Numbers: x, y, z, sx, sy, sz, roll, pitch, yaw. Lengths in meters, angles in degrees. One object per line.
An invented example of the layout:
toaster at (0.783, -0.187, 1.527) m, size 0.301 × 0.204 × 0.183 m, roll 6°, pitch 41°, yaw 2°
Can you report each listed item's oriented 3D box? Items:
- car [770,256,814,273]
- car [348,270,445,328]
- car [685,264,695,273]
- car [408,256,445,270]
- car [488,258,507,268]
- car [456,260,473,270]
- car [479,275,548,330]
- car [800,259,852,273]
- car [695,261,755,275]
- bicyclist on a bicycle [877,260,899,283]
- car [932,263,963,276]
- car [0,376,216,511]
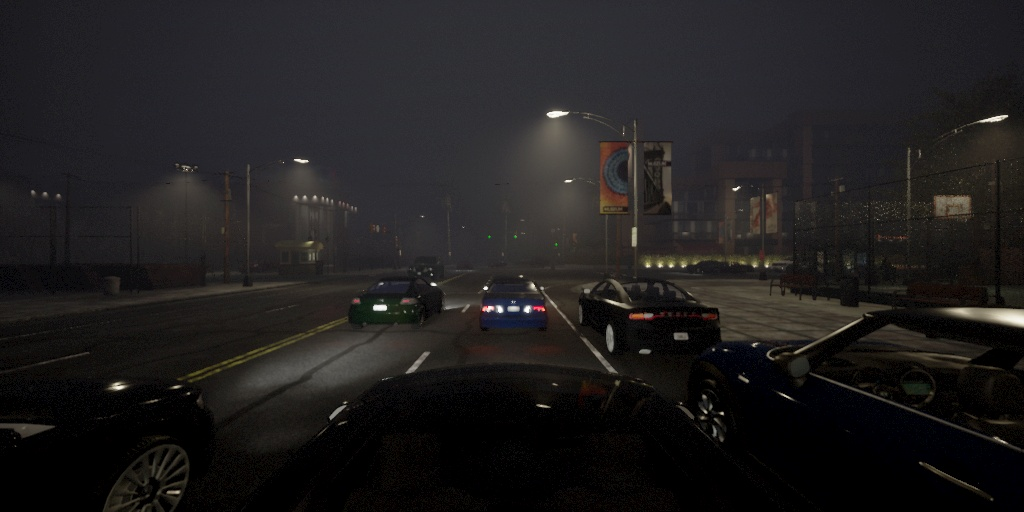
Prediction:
car at (34.248, 1.016, 43.002) m, size 5.566 × 2.045 × 2.150 m, roll 0°, pitch 0°, yaw 0°
car at (-3.448, 1.324, 11.403) m, size 1.994 × 1.385 × 4.181 m, roll 0°, pitch 0°, yaw 0°
car at (23.347, 1.297, 42.905) m, size 4.892 × 1.490 × 1.837 m, roll 0°, pitch 0°, yaw -1°
car at (-7.141, 1.001, 30.330) m, size 2.150 × 2.045 × 5.566 m, roll 0°, pitch 0°, yaw 0°
car at (-2.206, 1.414, 62.972) m, size 1.895 × 1.301 × 4.718 m, roll 0°, pitch 0°, yaw 15°
car at (-6.950, 1.329, 53.060) m, size 1.812 × 1.442 × 4.674 m, roll 0°, pitch 0°, yaw 3°
car at (0.050, 1.307, 11.072) m, size 2.033 × 1.411 × 5.357 m, roll 0°, pitch 0°, yaw 0°
car at (34.941, 1.353, 39.505) m, size 4.181 × 1.385 × 1.994 m, roll 0°, pitch 0°, yaw 0°
car at (23.572, 1.336, 39.408) m, size 5.357 × 1.411 × 2.033 m, roll 0°, pitch 0°, yaw -1°
bicyclist on a bicycle at (26.043, 1.075, 24.952) m, size 0.582 × 1.620 × 1.656 m, roll 0°, pitch 0°, yaw -1°
car at (45.128, 1.349, 36.034) m, size 4.181 × 1.385 × 1.994 m, roll 0°, pitch 0°, yaw -1°
car at (-3.399, 1.241, 1.008) m, size 2.128 × 1.511 × 4.902 m, roll 0°, pitch 0°, yaw 0°
